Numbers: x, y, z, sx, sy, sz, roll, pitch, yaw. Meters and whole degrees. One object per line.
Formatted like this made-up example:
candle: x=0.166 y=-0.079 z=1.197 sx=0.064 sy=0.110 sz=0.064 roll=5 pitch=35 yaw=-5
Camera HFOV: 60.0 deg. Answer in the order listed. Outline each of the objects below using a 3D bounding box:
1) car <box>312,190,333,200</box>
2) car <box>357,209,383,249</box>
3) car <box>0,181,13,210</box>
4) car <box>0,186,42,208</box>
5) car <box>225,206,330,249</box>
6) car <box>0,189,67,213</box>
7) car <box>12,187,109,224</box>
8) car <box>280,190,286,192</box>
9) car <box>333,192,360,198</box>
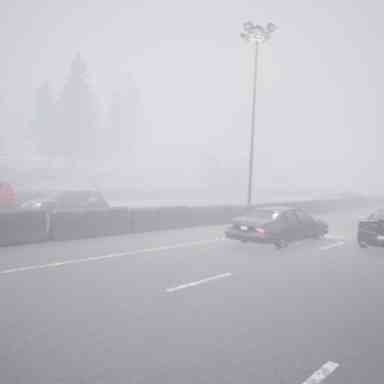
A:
car: x=19.766 y=0.486 z=49.501 sx=2.128 sy=1.511 sz=4.902 roll=3 pitch=3 yaw=45
car: x=8.057 y=1.371 z=12.814 sx=1.882 sy=1.535 sz=5.008 roll=3 pitch=2 yaw=45
car: x=-12.236 y=0.374 z=17.480 sx=2.150 sy=2.045 sz=5.566 roll=3 pitch=2 yaw=45
car: x=-14.328 y=0.362 z=25.307 sx=1.882 sy=1.535 sz=5.008 roll=3 pitch=2 yaw=45
car: x=3.567 y=1.296 z=13.265 sx=2.033 sy=1.411 sz=5.357 roll=3 pitch=2 yaw=45
car: x=-11.724 y=0.574 z=22.971 sx=2.033 sy=1.411 sz=5.357 roll=3 pitch=2 yaw=45
car: x=-6.788 y=0.662 z=18.005 sx=2.097 sy=1.767 sz=4.553 roll=3 pitch=2 yaw=45
car: x=14.821 y=-0.097 z=54.430 sx=1.994 sy=1.385 sz=4.181 roll=3 pitch=3 yaw=45
car: x=22.236 y=0.370 z=47.010 sx=1.895 sy=1.301 sz=4.718 roll=3 pitch=3 yaw=45
